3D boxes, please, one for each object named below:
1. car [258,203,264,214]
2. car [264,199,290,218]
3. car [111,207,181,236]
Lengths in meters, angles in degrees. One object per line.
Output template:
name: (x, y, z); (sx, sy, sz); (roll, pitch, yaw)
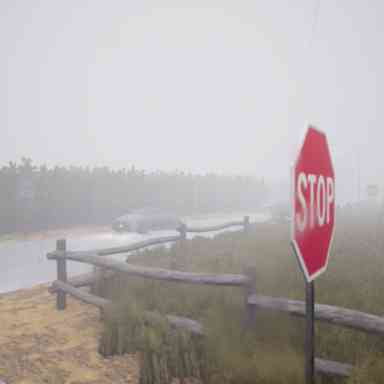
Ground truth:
car: (8.320, 1.464, 33.417); (1.812, 1.442, 4.674); (0, 0, 36)
car: (8.228, 1.458, 27.802); (2.128, 1.511, 4.902); (0, 0, 36)
car: (-2.469, 1.558, 18.680); (1.994, 1.385, 4.181); (0, 0, 36)
